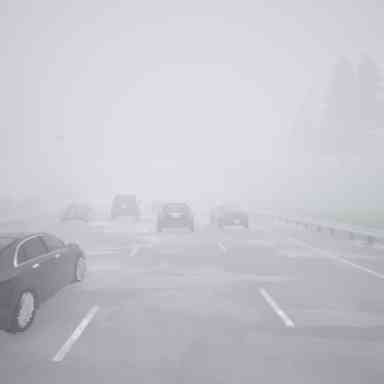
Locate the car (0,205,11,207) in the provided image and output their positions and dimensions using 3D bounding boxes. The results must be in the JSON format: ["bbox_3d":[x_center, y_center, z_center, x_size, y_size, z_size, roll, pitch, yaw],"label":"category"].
[{"bbox_3d":[-27.762,1.536,49.194,1.882,1.535,5.008,0,0,-15],"label":"car"}]

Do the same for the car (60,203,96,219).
[{"bbox_3d":[-8.686,1.566,25.586,2.033,1.411,5.357,0,0,-8],"label":"car"}]

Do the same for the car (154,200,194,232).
[{"bbox_3d":[-1.092,1.355,20.465,2.097,1.767,4.553,0,0,-6],"label":"car"}]

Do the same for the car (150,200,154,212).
[{"bbox_3d":[-3.913,1.610,39.621,1.895,1.301,4.718,0,0,-11],"label":"car"}]

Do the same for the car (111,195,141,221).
[{"bbox_3d":[-5.471,1.233,27.790,2.150,2.045,5.566,0,0,-8],"label":"car"}]

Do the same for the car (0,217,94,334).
[{"bbox_3d":[-3.617,1.512,6.719,1.837,1.490,4.892,0,0,-2],"label":"car"}]

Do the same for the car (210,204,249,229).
[{"bbox_3d":[2.343,1.522,21.370,1.812,1.442,4.674,0,0,-6],"label":"car"}]
